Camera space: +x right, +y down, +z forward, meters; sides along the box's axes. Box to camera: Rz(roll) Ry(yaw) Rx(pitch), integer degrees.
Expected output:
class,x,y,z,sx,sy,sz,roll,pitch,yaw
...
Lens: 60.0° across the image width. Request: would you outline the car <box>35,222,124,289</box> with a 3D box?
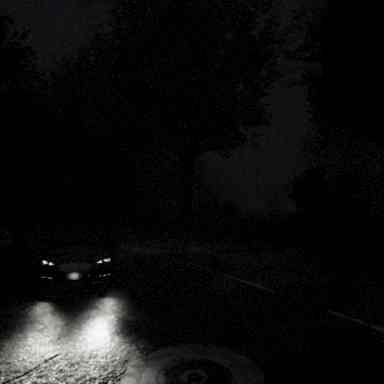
class,x,y,z,sx,sy,sz,roll,pitch,yaw
car,-3.107,1.679,9.924,2.128,1.511,4.902,0,-1,-11
